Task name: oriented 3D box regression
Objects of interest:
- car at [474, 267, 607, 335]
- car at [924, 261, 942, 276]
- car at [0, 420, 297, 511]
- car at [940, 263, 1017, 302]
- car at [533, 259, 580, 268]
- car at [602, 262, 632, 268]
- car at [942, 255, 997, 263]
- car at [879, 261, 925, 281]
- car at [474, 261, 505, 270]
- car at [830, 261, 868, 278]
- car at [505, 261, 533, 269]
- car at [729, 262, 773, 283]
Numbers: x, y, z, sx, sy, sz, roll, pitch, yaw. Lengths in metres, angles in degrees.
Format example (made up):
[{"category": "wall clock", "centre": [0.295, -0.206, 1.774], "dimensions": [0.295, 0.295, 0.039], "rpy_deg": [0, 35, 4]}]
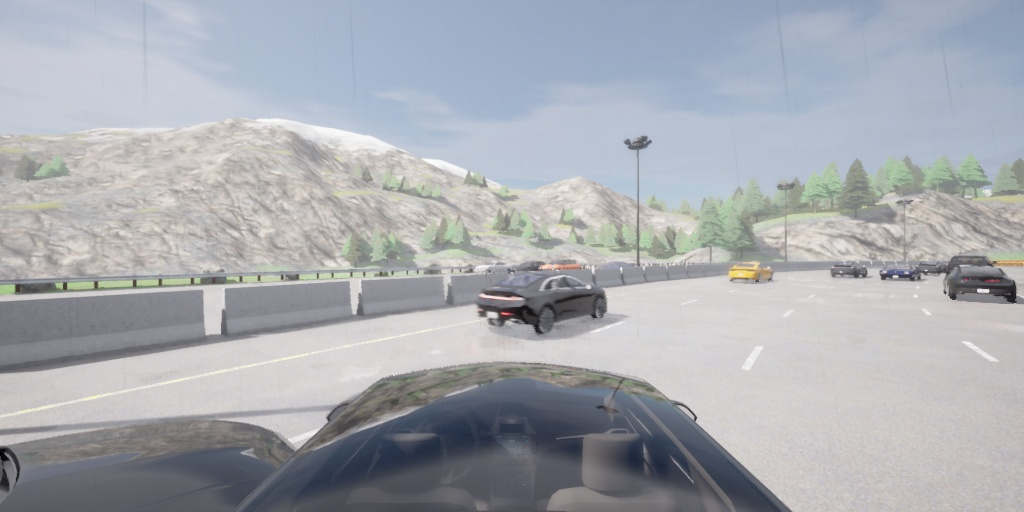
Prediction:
[{"category": "car", "centre": [1.099, 1.239, 10.637], "dimensions": [2.128, 1.511, 4.902], "rpy_deg": [0, 0, 41]}, {"category": "car", "centre": [43.308, 1.237, 36.891], "dimensions": [4.902, 1.511, 2.128], "rpy_deg": [0, 0, -31]}, {"category": "car", "centre": [-2.983, 1.255, 0.554], "dimensions": [4.892, 1.490, 1.837], "rpy_deg": [0, 0, -45]}, {"category": "car", "centre": [22.018, 1.252, 17.005], "dimensions": [4.892, 1.490, 1.837], "rpy_deg": [0, -1, -42]}, {"category": "car", "centre": [4.566, 1.097, 34.461], "dimensions": [4.553, 1.767, 2.097], "rpy_deg": [0, 0, -42]}, {"category": "car", "centre": [9.951, 1.271, 34.577], "dimensions": [4.674, 1.442, 1.812], "rpy_deg": [0, 0, -41]}, {"category": "car", "centre": [36.286, 0.969, 28.341], "dimensions": [5.566, 2.045, 2.150], "rpy_deg": [0, 0, -34]}, {"category": "car", "centre": [32.274, 1.347, 29.739], "dimensions": [4.718, 1.301, 1.895], "rpy_deg": [0, 0, -35]}, {"category": "car", "centre": [-1.849, 1.270, 38.061], "dimensions": [4.674, 1.442, 1.812], "rpy_deg": [0, 0, -43]}, {"category": "car", "centre": [31.370, 1.238, 33.367], "dimensions": [4.902, 1.511, 2.128], "rpy_deg": [0, 0, -35]}, {"category": "car", "centre": [1.998, 1.249, 36.860], "dimensions": [4.892, 1.490, 1.837], "rpy_deg": [0, 0, -42]}, {"category": "car", "centre": [18.777, 1.224, 28.069], "dimensions": [5.008, 1.535, 1.882], "rpy_deg": [0, 0, -40]}]
